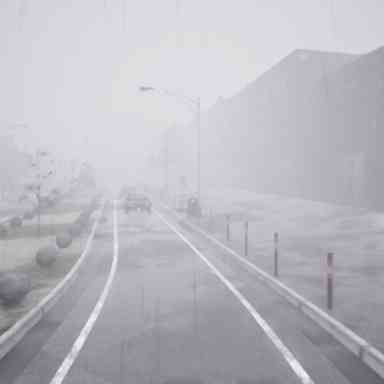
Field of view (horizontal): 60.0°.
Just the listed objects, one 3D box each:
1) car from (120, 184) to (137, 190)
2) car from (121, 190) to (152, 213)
[{"bbox_3d":[-8.049,-0.311,42.075,1.882,1.535,5.008,0,3,-13],"label":"car"},{"bbox_3d":[-4.289,0.808,25.780,1.895,1.301,4.718,0,3,-13],"label":"car"}]
